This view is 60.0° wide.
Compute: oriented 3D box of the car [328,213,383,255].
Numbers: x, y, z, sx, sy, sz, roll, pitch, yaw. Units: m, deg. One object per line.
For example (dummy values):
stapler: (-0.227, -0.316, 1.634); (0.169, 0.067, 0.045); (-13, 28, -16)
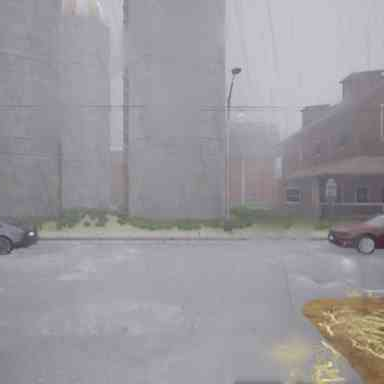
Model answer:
car: (7.928, 1.510, 12.943); (5.008, 1.535, 1.882); (0, 0, 0)

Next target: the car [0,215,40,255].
car: (-8.237, 1.597, 12.942); (4.181, 1.385, 1.994); (0, 0, 0)
